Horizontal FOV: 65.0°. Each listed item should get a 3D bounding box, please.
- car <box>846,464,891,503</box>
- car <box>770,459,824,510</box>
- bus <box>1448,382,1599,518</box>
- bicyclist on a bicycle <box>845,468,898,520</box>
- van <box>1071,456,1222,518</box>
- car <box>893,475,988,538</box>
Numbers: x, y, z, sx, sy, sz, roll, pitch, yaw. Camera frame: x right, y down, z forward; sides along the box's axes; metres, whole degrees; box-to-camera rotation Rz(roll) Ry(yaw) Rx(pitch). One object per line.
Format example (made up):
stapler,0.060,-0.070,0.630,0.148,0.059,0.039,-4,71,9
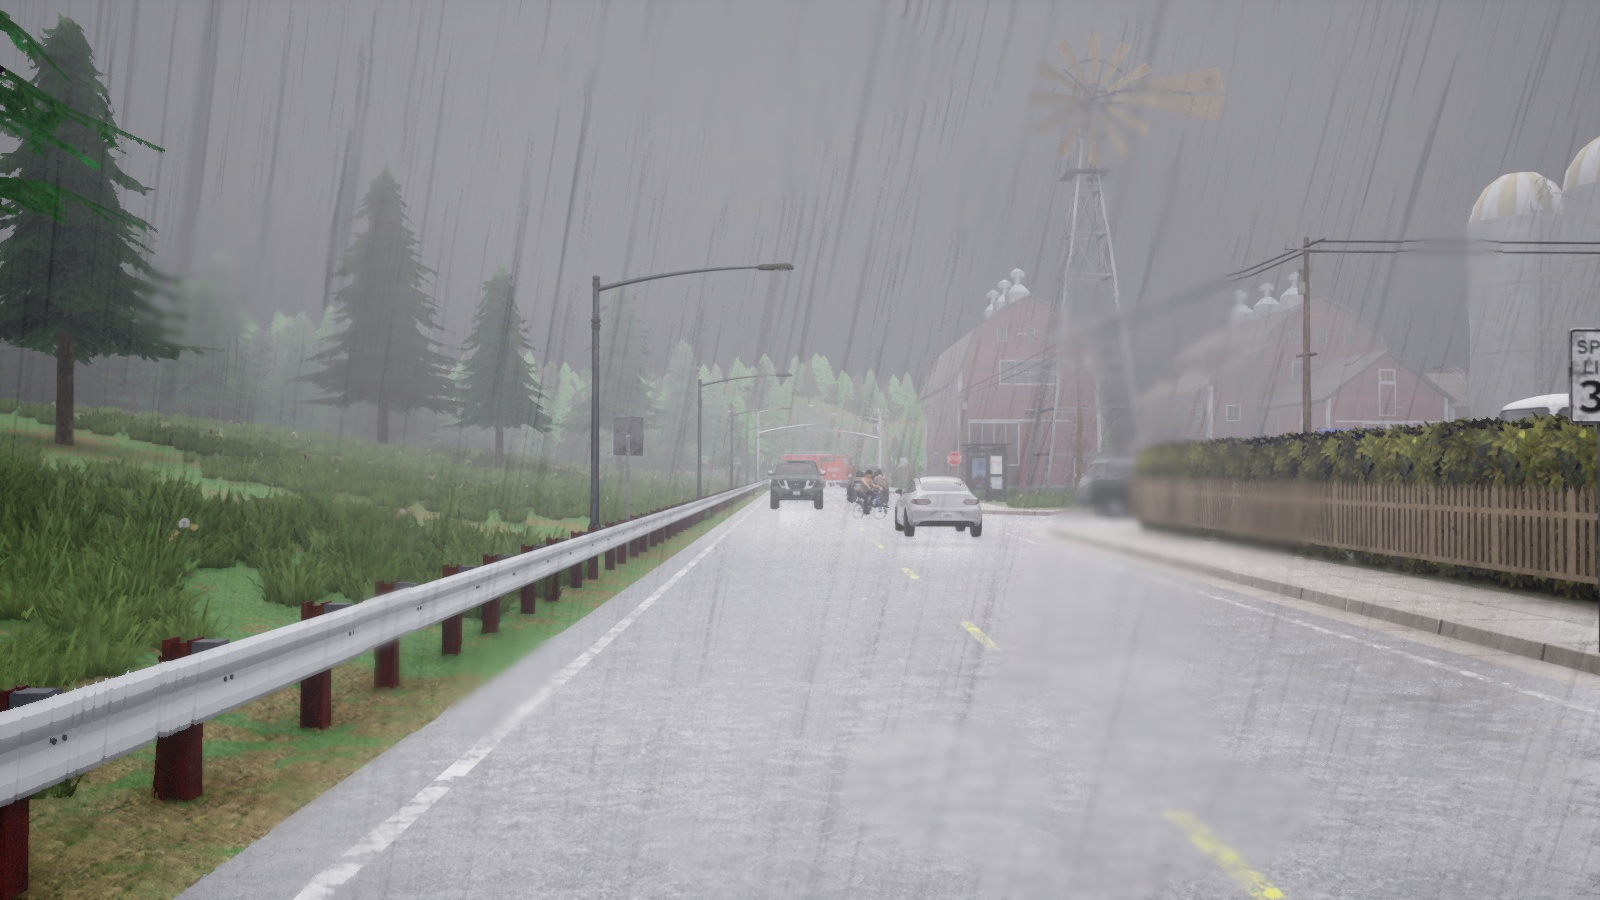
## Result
car,3.354,1.663,62.375,1.932,1.855,4.605,0,-1,0
car,-0.124,1.418,52.731,2.150,2.045,5.566,0,-1,0
bus,27.559,0.022,41.464,10.273,4.253,3.944,0,-1,0
bicyclist on a bicycle,2.310,1.422,40.615,0.866,1.612,1.509,4,-4,-43
van,11.347,1.214,41.310,4.442,1.987,1.775,0,-1,-1
car,3.427,1.353,31.400,1.812,1.442,4.674,0,-1,0
